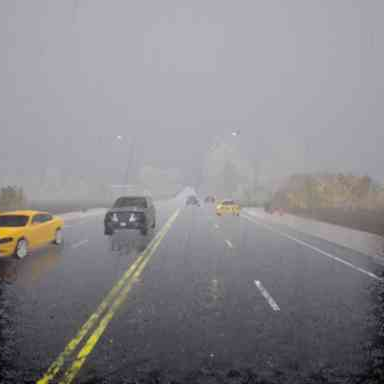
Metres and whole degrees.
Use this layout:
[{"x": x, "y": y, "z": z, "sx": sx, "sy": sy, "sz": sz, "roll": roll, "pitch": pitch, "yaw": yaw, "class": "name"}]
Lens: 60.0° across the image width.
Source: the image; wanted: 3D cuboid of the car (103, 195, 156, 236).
[{"x": -3.319, "y": 1.214, "z": 18.866, "sx": 2.150, "sy": 2.045, "sz": 5.566, "roll": 0, "pitch": 0, "yaw": 0, "class": "car"}]

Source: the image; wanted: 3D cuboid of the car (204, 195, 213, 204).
[{"x": 3.224, "y": 1.353, "z": 62.001, "sx": 1.882, "sy": 1.535, "sz": 5.008, "roll": 0, "pitch": 0, "yaw": 0, "class": "car"}]

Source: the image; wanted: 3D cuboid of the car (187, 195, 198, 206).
[{"x": 0.077, "y": 1.487, "z": 55.592, "sx": 1.812, "sy": 1.442, "sz": 4.674, "roll": 0, "pitch": 0, "yaw": 0, "class": "car"}]

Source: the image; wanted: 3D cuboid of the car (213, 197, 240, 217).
[{"x": 3.237, "y": 1.375, "z": 30.634, "sx": 1.801, "sy": 1.575, "sz": 5.366, "roll": 0, "pitch": 0, "yaw": 0, "class": "car"}]

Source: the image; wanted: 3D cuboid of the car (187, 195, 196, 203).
[{"x": -0.030, "y": 1.419, "z": 71.774, "sx": 1.882, "sy": 1.535, "sz": 5.008, "roll": 0, "pitch": 0, "yaw": 0, "class": "car"}]

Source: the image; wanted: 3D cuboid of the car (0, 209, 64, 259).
[{"x": -6.593, "y": 1.472, "z": 12.746, "sx": 1.882, "sy": 1.535, "sz": 5.008, "roll": 0, "pitch": 0, "yaw": 0, "class": "car"}]
